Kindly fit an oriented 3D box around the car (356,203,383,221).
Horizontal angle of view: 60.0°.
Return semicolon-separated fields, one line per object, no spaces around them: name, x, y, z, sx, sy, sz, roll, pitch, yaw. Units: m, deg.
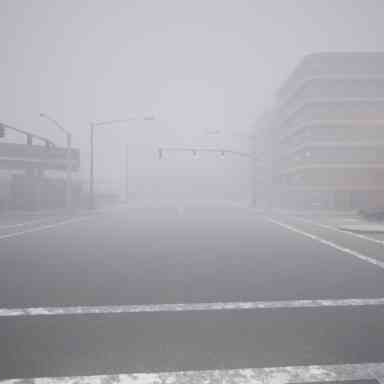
car;16.370;1.547;26.959;5.357;1.411;2.033;0;0;0

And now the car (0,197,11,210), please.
car;-23.307;1.294;36.889;4.611;1.667;2.242;0;0;1

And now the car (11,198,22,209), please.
car;-24.023;1.455;42.640;3.806;1.475;1.970;0;0;1
